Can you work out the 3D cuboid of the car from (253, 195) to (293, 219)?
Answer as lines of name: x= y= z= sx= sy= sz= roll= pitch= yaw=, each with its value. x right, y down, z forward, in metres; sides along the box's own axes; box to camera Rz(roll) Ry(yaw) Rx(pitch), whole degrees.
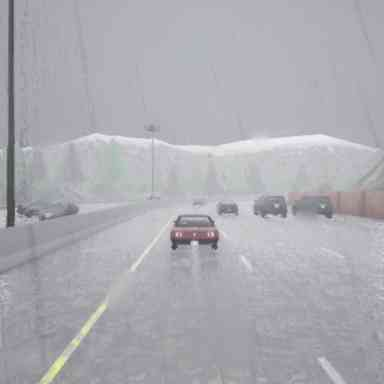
car: x=7.106 y=1.301 z=30.535 sx=2.150 sy=2.045 sz=5.566 roll=0 pitch=0 yaw=0

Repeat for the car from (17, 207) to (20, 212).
car: x=-17.554 y=1.644 z=37.632 sx=2.033 sy=1.411 sz=5.357 roll=0 pitch=0 yaw=1

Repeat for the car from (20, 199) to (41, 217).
car: x=-14.073 y=1.645 z=31.720 sx=1.994 sy=1.385 sz=4.181 roll=0 pitch=0 yaw=0

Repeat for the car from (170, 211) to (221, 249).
car: x=0.104 y=1.639 z=14.797 sx=1.895 sy=1.301 sz=4.718 roll=0 pitch=0 yaw=0

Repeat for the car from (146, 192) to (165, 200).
car: x=-7.258 y=1.011 z=67.158 sx=2.150 sy=2.045 sz=5.566 roll=0 pitch=0 yaw=16

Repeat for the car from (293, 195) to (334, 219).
car: x=10.606 y=1.299 z=29.604 sx=2.150 sy=2.045 sz=5.566 roll=0 pitch=0 yaw=0

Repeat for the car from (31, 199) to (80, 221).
car: x=-10.579 y=1.560 z=26.912 sx=2.128 sy=1.511 sz=4.902 roll=0 pitch=0 yaw=0

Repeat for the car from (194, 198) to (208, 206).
car: x=1.618 y=1.701 z=59.990 sx=2.033 sy=1.411 sz=5.357 roll=0 pitch=0 yaw=13

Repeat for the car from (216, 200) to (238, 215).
car: x=3.608 y=1.566 z=34.659 sx=1.882 sy=1.535 sz=5.008 roll=0 pitch=0 yaw=0

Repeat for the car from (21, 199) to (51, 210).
car: x=-20.940 y=1.640 z=44.865 sx=1.812 sy=1.442 sz=4.674 roll=0 pitch=0 yaw=2
